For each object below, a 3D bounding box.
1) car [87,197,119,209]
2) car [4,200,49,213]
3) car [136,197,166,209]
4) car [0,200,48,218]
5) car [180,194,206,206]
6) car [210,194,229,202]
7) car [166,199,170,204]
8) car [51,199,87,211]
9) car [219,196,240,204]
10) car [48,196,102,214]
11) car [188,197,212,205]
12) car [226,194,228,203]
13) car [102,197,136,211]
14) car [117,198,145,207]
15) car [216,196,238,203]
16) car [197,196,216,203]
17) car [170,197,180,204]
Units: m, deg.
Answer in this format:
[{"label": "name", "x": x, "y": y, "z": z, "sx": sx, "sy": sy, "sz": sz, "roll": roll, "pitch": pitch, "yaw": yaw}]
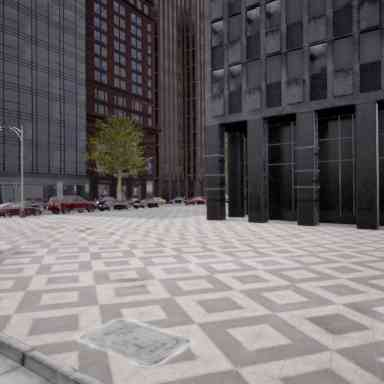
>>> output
[{"label": "car", "x": -12.804, "y": 1.486, "z": 48.060, "sx": 1.967, "sy": 1.590, "sz": 4.097, "roll": -1, "pitch": 0, "yaw": 35}, {"label": "car", "x": -19.193, "y": 1.644, "z": 38.767, "sx": 1.947, "sy": 1.339, "sz": 4.313, "roll": -1, "pitch": 0, "yaw": 35}, {"label": "car", "x": -5.781, "y": 1.510, "z": 43.224, "sx": 1.947, "sy": 1.339, "sz": 4.313, "roll": -1, "pitch": 0, "yaw": 35}, {"label": "car", "x": -15.367, "y": 1.577, "z": 29.287, "sx": 1.802, "sy": 1.307, "sz": 4.206, "roll": -1, "pitch": 0, "yaw": 35}, {"label": "car", "x": 0.609, "y": 1.464, "z": 52.517, "sx": 1.887, "sy": 1.381, "sz": 4.507, "roll": -1, "pitch": 0, "yaw": 35}, {"label": "car", "x": 6.371, "y": 1.298, "z": 75.940, "sx": 2.192, "sy": 1.841, "sz": 5.009, "roll": -1, "pitch": 0, "yaw": 35}, {"label": "car", "x": -6.507, "y": 1.546, "z": 57.212, "sx": 1.752, "sy": 1.417, "sz": 4.829, "roll": -1, "pitch": 0, "yaw": 35}, {"label": "car", "x": -15.997, "y": 1.644, "z": 43.413, "sx": 1.802, "sy": 1.307, "sz": 4.206, "roll": -1, "pitch": 0, "yaw": 35}, {"label": "car", "x": 7.000, "y": 1.465, "z": 61.808, "sx": 1.947, "sy": 1.339, "sz": 4.313, "roll": -1, "pitch": 0, "yaw": 35}, {"label": "car", "x": -12.173, "y": 1.291, "z": 33.935, "sx": 2.192, "sy": 1.841, "sz": 5.009, "roll": -1, "pitch": 0, "yaw": 35}, {"label": "car", "x": 1.455, "y": 1.541, "z": 58.284, "sx": 1.895, "sy": 1.301, "sz": 4.718, "roll": -1, "pitch": 0, "yaw": 34}, {"label": "car", "x": 3.803, "y": 1.224, "z": 57.164, "sx": 2.192, "sy": 1.841, "sz": 5.009, "roll": -1, "pitch": 0, "yaw": 35}, {"label": "car", "x": -8.976, "y": 1.526, "z": 38.579, "sx": 1.947, "sy": 1.339, "sz": 4.313, "roll": -1, "pitch": 0, "yaw": 35}, {"label": "car", "x": -9.606, "y": 1.615, "z": 52.706, "sx": 1.802, "sy": 1.307, "sz": 4.206, "roll": -1, "pitch": 0, "yaw": 35}, {"label": "car", "x": 7.117, "y": 1.471, "z": 66.515, "sx": 2.033, "sy": 1.411, "sz": 5.357, "roll": -1, "pitch": 0, "yaw": 35}, {"label": "car", "x": 3.177, "y": 1.537, "z": 71.293, "sx": 1.887, "sy": 1.381, "sz": 4.507, "roll": -1, "pitch": 0, "yaw": 35}, {"label": "car", "x": -3.215, "y": 1.576, "z": 62.000, "sx": 1.947, "sy": 1.339, "sz": 4.313, "roll": -1, "pitch": 0, "yaw": 35}]
